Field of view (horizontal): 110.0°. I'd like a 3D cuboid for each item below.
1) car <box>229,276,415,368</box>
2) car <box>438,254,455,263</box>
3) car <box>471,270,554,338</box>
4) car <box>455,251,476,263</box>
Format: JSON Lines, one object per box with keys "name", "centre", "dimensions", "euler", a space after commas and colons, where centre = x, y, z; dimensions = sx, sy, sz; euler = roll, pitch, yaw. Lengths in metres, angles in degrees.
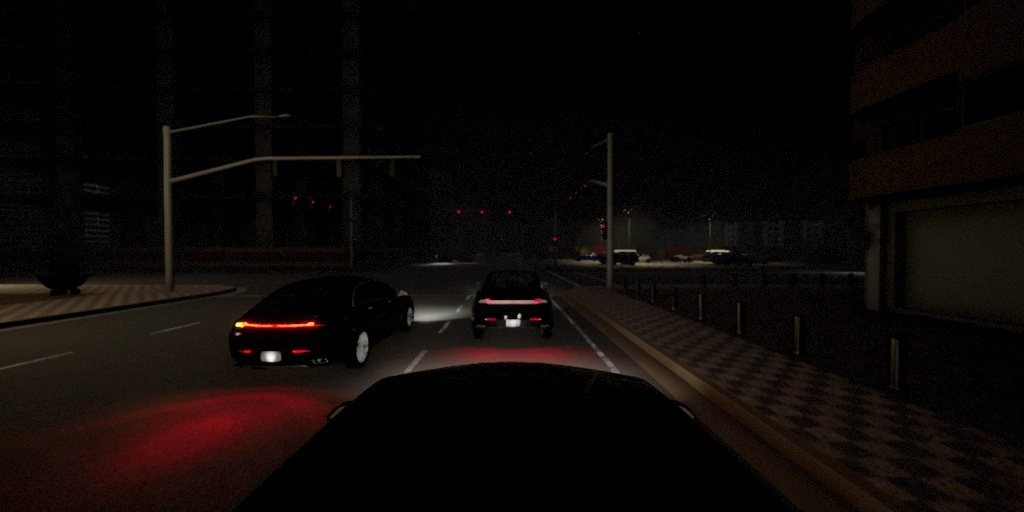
{"name": "car", "centre": [-3.480, 1.169, 7.596], "dimensions": [1.837, 1.490, 4.892], "euler": [0, 1, 0]}
{"name": "car", "centre": [-11.449, 0.486, 61.546], "dimensions": [1.895, 1.301, 4.718], "euler": [0, 1, 0]}
{"name": "car", "centre": [0.004, 1.125, 9.741], "dimensions": [2.128, 1.511, 4.902], "euler": [0, 1, 0]}
{"name": "car", "centre": [-7.907, 0.178, 61.825], "dimensions": [2.150, 2.045, 5.566], "euler": [0, 3, -1]}
